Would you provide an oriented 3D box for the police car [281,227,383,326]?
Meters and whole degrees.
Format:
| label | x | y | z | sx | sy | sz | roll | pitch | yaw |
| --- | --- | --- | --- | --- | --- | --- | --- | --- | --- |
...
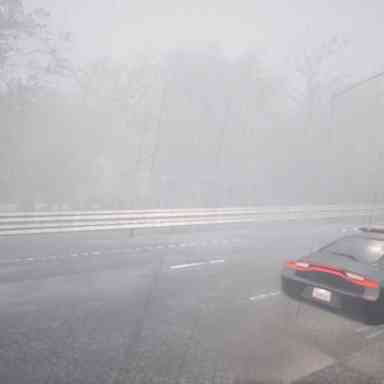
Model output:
| label | x | y | z | sx | sy | sz | roll | pitch | yaw |
| --- | --- | --- | --- | --- | --- | --- | --- | --- | --- |
| police car | 4.216 | 1.547 | 6.877 | 4.974 | 1.542 | 2.038 | 0 | 0 | -32 |
